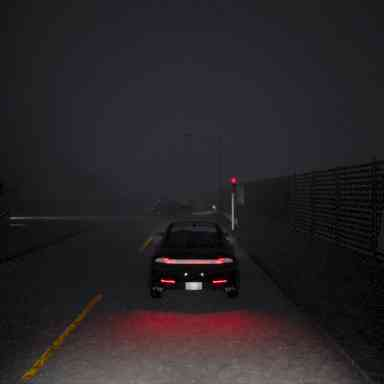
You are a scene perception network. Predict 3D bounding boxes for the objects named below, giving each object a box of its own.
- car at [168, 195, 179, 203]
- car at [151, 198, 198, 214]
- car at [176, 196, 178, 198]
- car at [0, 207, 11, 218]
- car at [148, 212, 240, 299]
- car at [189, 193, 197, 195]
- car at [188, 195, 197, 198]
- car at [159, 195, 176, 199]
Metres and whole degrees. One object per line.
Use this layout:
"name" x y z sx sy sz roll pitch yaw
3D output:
"car" -3.923 1.474 71.103 1.882 1.535 5.008 0 0 0
"car" -1.745 1.599 32.568 1.895 1.301 4.718 0 0 38
"car" -4.002 1.598 60.668 1.895 1.301 4.718 0 0 0
"car" -17.754 1.562 28.159 4.181 1.385 1.994 0 0 0
"car" 0.057 1.491 8.462 2.128 1.511 4.902 0 0 1
"car" 0.090 1.221 87.429 2.150 2.045 5.566 0 0 0
"car" 0.167 1.598 59.912 1.895 1.301 4.718 0 0 0
"car" -4.040 1.349 51.300 2.097 1.767 4.553 0 0 0
